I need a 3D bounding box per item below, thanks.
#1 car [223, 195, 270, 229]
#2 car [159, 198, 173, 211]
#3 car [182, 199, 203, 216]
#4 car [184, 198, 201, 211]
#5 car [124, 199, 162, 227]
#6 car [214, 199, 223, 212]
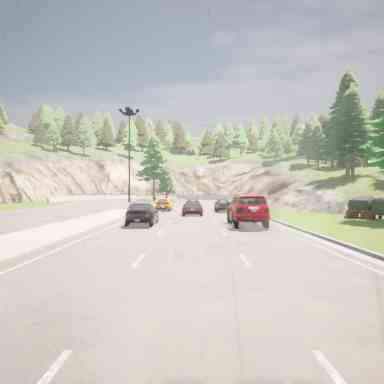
[{"bbox_3d":[3.601,1.217,21.985,2.150,2.045,5.566,0,-1,0],"label":"car"},{"bbox_3d":[-3.388,1.478,40.468,1.882,1.535,5.008,0,0,0],"label":"car"},{"bbox_3d":[0.080,1.564,32.766,1.994,1.385,4.181,0,0,2],"label":"car"},{"bbox_3d":[0.127,1.548,42.954,2.033,1.411,5.357,0,0,1],"label":"car"},{"bbox_3d":[-3.399,1.505,22.976,1.837,1.490,4.892,0,0,0],"label":"car"},{"bbox_3d":[3.603,1.548,38.677,2.033,1.411,5.357,0,0,0],"label":"car"}]
